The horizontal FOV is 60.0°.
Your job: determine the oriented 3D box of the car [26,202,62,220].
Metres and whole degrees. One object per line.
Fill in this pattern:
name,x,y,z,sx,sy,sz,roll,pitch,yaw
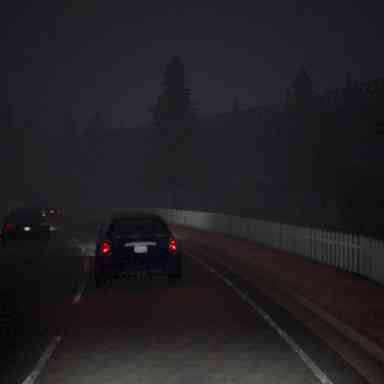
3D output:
car,-12.596,1.552,26.986,5.357,1.411,2.033,0,0,41

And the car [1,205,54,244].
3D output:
car,-8.143,1.568,16.179,1.994,1.385,4.181,0,0,-29

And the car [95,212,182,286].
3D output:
car,-1.727,1.350,9.771,2.097,1.767,4.553,0,0,-15
